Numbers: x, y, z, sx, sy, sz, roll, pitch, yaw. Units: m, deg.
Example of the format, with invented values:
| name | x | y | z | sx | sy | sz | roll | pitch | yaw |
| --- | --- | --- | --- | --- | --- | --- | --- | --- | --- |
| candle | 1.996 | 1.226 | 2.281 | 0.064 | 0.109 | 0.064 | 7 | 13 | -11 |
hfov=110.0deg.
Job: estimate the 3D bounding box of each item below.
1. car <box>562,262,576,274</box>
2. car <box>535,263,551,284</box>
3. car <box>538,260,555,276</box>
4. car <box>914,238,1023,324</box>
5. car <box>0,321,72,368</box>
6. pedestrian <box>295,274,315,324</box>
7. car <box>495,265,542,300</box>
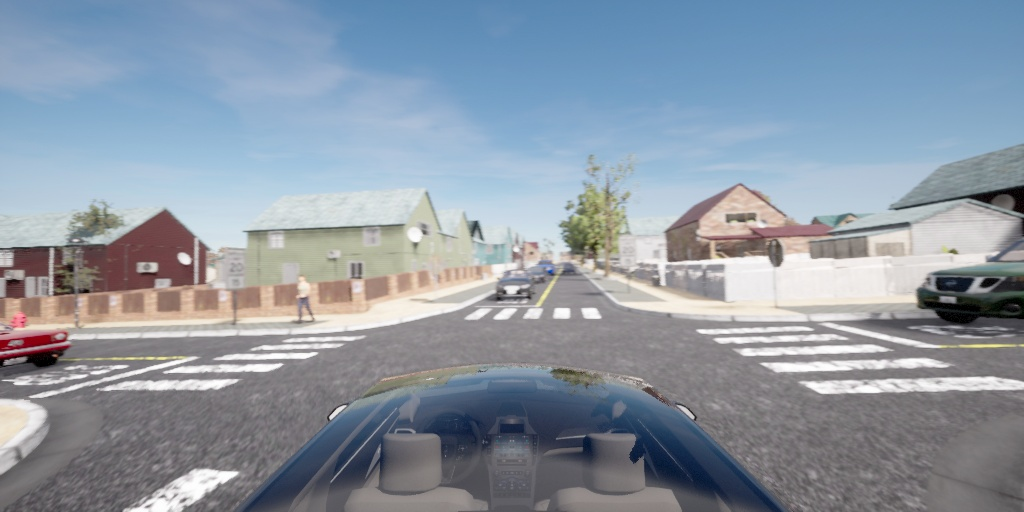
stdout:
| name | x | y | z | sx | sy | sz | roll | pitch | yaw |
| --- | --- | --- | --- | --- | --- | --- | --- | --- | --- |
| car | 7.937 | 1.770 | 49.986 | 2.033 | 1.411 | 5.357 | -2 | -1 | 9 |
| car | 2.152 | 1.646 | 31.923 | 1.812 | 1.442 | 4.674 | -2 | -1 | 9 |
| car | 4.237 | 1.475 | 45.280 | 2.150 | 2.045 | 5.566 | -2 | -1 | 9 |
| car | 12.147 | 0.447 | 7.407 | 5.566 | 2.045 | 2.150 | -3 | -2 | 8 |
| car | -12.916 | 2.083 | 8.123 | 4.718 | 1.301 | 1.895 | -3 | -2 | 9 |
| pedestrian | -7.673 | 1.561 | 13.203 | 0.375 | 1.860 | 0.375 | -2 | 0 | 8 |
| car | 0.286 | 1.485 | 19.604 | 2.128 | 1.511 | 4.902 | -2 | -1 | 7 |
